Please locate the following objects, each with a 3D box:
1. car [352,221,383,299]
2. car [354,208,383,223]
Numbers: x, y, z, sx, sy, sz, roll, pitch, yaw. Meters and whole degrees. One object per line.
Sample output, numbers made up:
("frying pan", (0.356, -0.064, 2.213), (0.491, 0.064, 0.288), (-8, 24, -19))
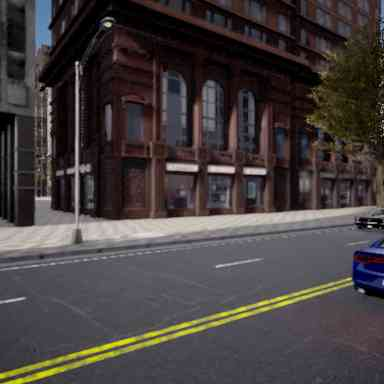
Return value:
("car", (5.585, 1.499, 7.432), (5.008, 1.535, 1.882), (0, 0, -36))
("car", (11.884, 1.652, 20.163), (4.718, 1.301, 1.895), (0, 0, -35))
